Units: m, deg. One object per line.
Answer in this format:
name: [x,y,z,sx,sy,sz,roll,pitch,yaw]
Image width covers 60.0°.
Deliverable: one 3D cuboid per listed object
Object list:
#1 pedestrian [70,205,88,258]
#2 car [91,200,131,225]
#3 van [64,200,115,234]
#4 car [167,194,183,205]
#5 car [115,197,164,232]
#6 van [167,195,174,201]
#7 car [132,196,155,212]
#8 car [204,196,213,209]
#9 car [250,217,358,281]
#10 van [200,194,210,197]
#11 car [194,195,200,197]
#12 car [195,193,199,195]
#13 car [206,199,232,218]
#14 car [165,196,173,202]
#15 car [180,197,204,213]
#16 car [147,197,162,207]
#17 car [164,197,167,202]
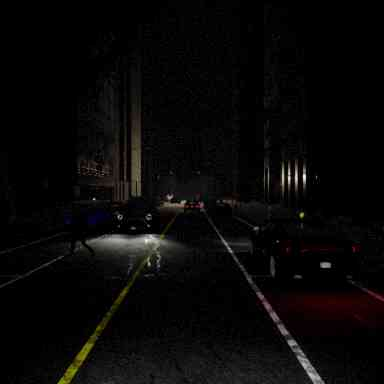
pedestrian: [-3.760,1.298,11.081,0.375,1.860,0.375,0,0,-15]
car: [-5.911,1.472,24.680,1.967,1.590,4.097,0,0,0]
van: [-5.899,1.362,19.040,1.690,1.788,3.998,0,0,0]
car: [-3.168,1.618,64.223,1.882,1.535,5.008,0,0,0]
car: [-3.142,1.375,20.126,2.097,1.767,4.553,0,0,0]
van: [-6.054,1.603,92.357,1.690,1.788,3.998,0,0,0]
car: [-5.946,1.383,41.598,2.192,1.841,5.009,0,0,0]
car: [2.591,1.496,35.963,1.967,1.590,4.097,0,0,0]
car: [2.979,1.483,9.895,1.882,1.535,5.008,0,0,0]
van: [2.554,1.440,52.881,1.690,1.788,3.998,0,0,0]
car: [-0.072,1.613,49.041,1.812,1.442,4.674,0,0,0]
car: [2.495,1.532,81.073,2.192,1.841,5.009,0,0,0]
car: [2.603,1.589,30.324,1.887,1.381,4.507,0,0,0]
car: [-6.043,1.765,86.545,1.752,1.417,4.829,0,0,0]
car: [0.005,1.609,38.454,2.033,1.411,5.357,0,0,0]
car: [-5.971,1.539,52.878,1.967,1.590,4.097,0,0,0]
car: [-5.982,1.559,58.516,1.967,1.590,4.097,0,0,0]
